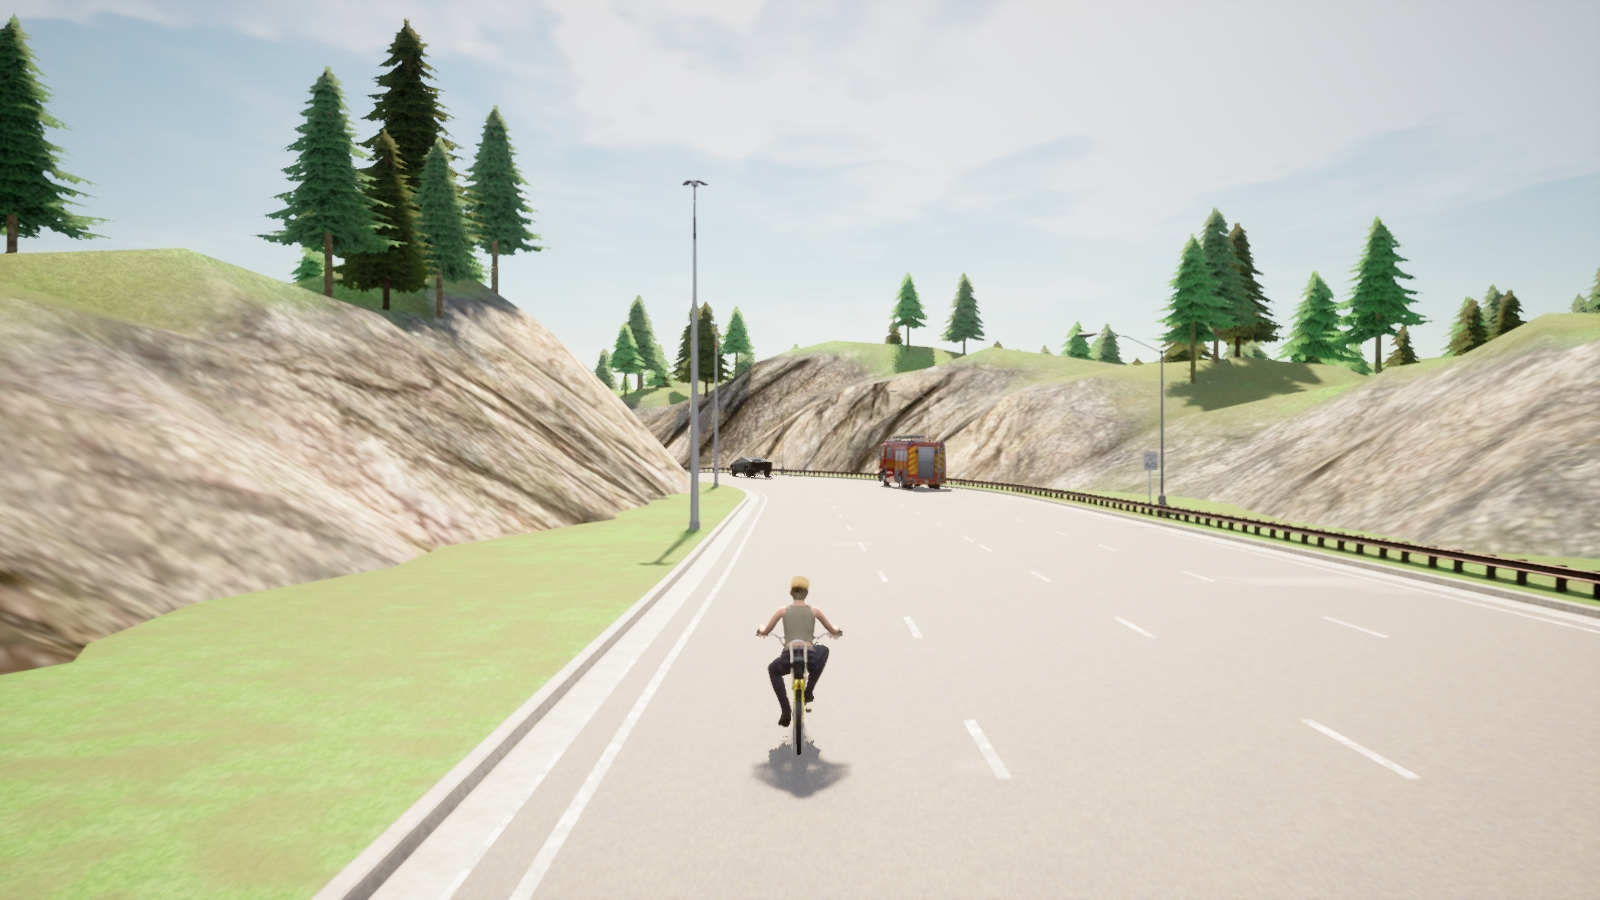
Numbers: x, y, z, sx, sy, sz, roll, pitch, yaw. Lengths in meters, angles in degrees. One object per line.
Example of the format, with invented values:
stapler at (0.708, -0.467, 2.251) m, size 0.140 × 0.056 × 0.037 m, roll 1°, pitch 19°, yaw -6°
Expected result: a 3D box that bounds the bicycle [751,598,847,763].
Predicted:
bicycle at (-0.007, 2.157, 10.950) m, size 0.859 × 1.276 × 1.487 m, roll 0°, pitch 0°, yaw 0°
